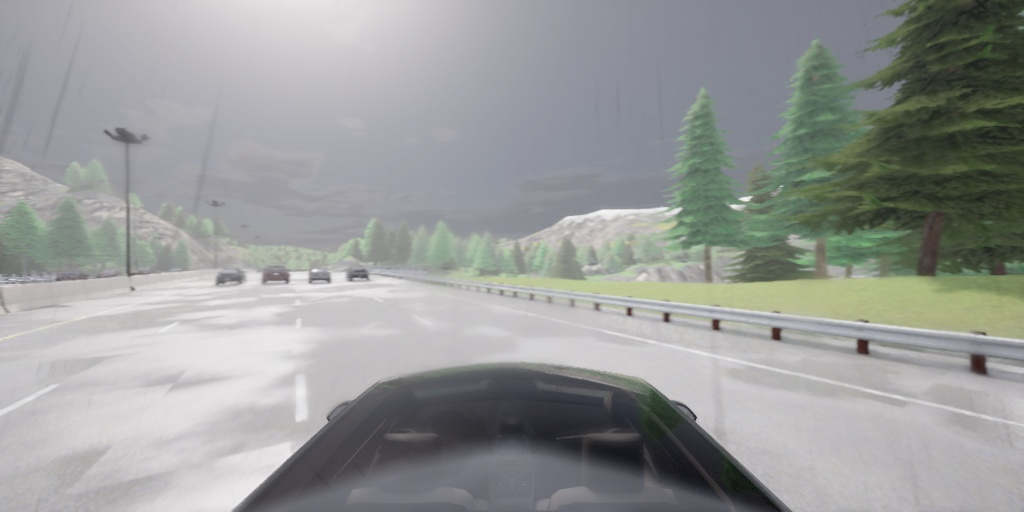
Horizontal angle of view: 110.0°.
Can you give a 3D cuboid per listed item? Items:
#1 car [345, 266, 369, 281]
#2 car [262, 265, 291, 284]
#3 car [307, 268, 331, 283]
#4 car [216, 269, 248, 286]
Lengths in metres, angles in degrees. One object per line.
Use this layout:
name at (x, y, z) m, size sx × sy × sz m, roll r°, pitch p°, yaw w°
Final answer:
car at (-16.185, 1.760, 37.462) m, size 1.837 × 1.490 × 4.892 m, roll -1°, pitch 0°, yaw -30°
car at (-22.399, 1.678, 34.222) m, size 2.097 × 1.767 × 4.553 m, roll -1°, pitch -1°, yaw -30°
car at (-18.411, 1.813, 34.334) m, size 2.033 × 1.411 × 5.357 m, roll -1°, pitch 0°, yaw -30°
car at (-25.725, 1.895, 32.980) m, size 1.812 × 1.442 × 4.674 m, roll -1°, pitch 0°, yaw -30°
